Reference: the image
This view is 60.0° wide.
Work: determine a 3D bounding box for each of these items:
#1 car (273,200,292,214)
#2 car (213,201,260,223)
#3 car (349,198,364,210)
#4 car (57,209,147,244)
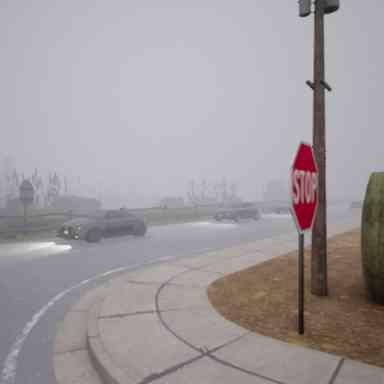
[{"bbox_3d":[10.184,1.503,33.841,2.033,1.411,5.357,0,0,38],"label":"car"},{"bbox_3d":[3.499,1.463,25.326,1.837,1.490,4.892,0,0,38],"label":"car"},{"bbox_3d":[21.407,1.485,42.179,1.812,1.442,4.674,0,0,38],"label":"car"},{"bbox_3d":[-4.093,1.519,15.644,1.994,1.385,4.181,0,0,38],"label":"car"}]
